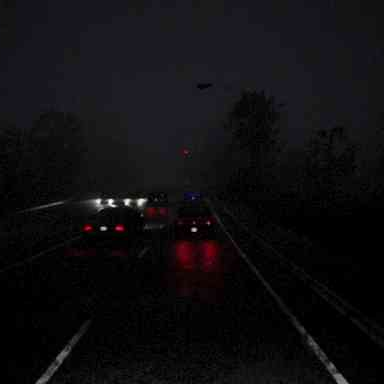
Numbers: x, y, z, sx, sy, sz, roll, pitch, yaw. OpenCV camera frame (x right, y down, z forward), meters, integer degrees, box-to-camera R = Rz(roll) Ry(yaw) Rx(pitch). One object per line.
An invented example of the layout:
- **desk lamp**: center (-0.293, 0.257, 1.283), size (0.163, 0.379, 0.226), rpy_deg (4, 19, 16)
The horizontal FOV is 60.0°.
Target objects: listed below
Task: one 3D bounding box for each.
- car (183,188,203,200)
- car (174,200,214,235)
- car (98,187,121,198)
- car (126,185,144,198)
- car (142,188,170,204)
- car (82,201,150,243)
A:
- **car**: center (0.110, 0.318, 34.729), size (1.882, 1.535, 5.008), rpy_deg (0, 3, 0)
- **car**: center (0.105, 1.377, 17.539), size (1.895, 1.301, 4.718), rpy_deg (0, 2, 0)
- **car**: center (-10.488, 0.003, 42.344), size (1.895, 1.301, 4.718), rpy_deg (0, 3, 0)
- **car**: center (-6.990, -0.115, 42.097), size (1.882, 1.535, 5.008), rpy_deg (0, 3, 0)
- **car**: center (-3.390, 0.390, 33.752), size (2.128, 1.511, 4.902), rpy_deg (0, 3, 0)
- **car**: center (-3.396, 1.389, 15.277), size (2.033, 1.411, 5.357), rpy_deg (0, 1, 0)
